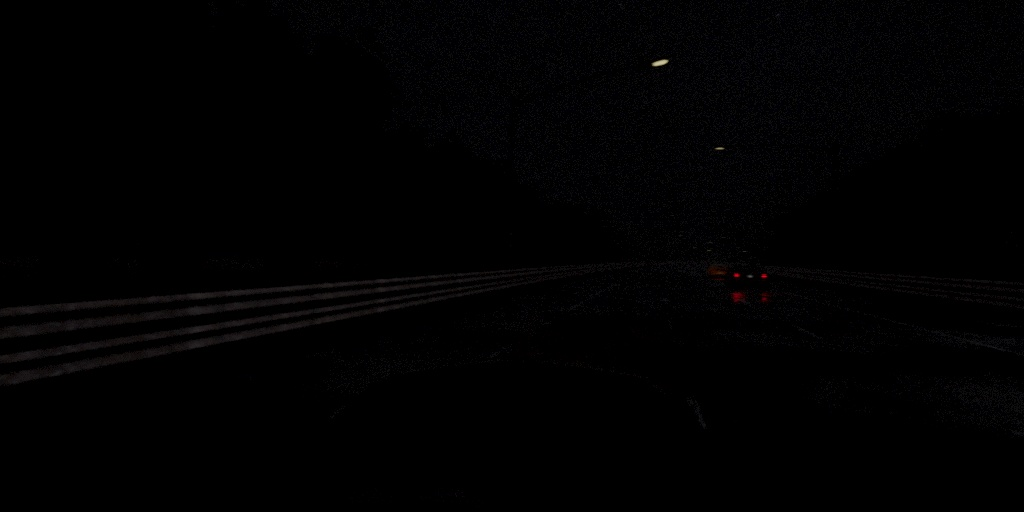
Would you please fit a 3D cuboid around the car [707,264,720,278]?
[{"bbox_3d":[23.394,1.684,40.806,1.882,1.535,5.008,1,0,25],"label":"car"}]

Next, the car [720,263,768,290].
[{"bbox_3d":[16.777,1.407,25.894,2.097,1.767,4.553,1,0,23],"label":"car"}]
